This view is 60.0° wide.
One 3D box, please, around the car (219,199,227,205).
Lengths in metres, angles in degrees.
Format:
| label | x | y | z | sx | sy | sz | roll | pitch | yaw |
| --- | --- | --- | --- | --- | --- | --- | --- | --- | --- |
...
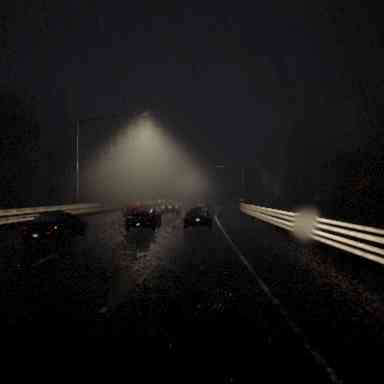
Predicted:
| label | x | y | z | sx | sy | sz | roll | pitch | yaw |
| --- | --- | --- | --- | --- | --- | --- | --- | --- | --- |
| car | 7.633 | 2.369 | 81.647 | 1.994 | 1.385 | 4.181 | 0 | -1 | 6 |

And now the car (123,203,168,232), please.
| label | x | y | z | sx | sy | sz | roll | pitch | yaw |
| --- | --- | --- | --- | --- | --- | --- | --- | --- | --- |
| car | -3.113 | 1.739 | 22.058 | 2.128 | 1.511 | 4.902 | 0 | -1 | 1 |

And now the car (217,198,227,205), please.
| label | x | y | z | sx | sy | sz | roll | pitch | yaw |
| --- | --- | --- | --- | --- | --- | --- | --- | --- | --- |
| car | 6.660 | 2.179 | 73.306 | 1.837 | 1.490 | 4.892 | 0 | -1 | 7 |

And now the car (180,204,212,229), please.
| label | x | y | z | sx | sy | sz | roll | pitch | yaw |
| --- | --- | --- | --- | --- | --- | --- | --- | --- | --- |
| car | 0.441 | 1.833 | 24.024 | 1.994 | 1.385 | 4.181 | 0 | -1 | 2 |

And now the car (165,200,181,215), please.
| label | x | y | z | sx | sy | sz | roll | pitch | yaw |
| --- | --- | --- | --- | --- | --- | --- | --- | --- | --- |
| car | -2.432 | 1.811 | 40.094 | 2.097 | 1.767 | 4.553 | 0 | -1 | 3 |

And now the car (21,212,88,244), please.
| label | x | y | z | sx | sy | sz | roll | pitch | yaw |
| --- | --- | --- | --- | --- | --- | --- | --- | --- | --- |
| car | -6.737 | 1.714 | 16.713 | 1.812 | 1.442 | 4.674 | 0 | -1 | 1 |
